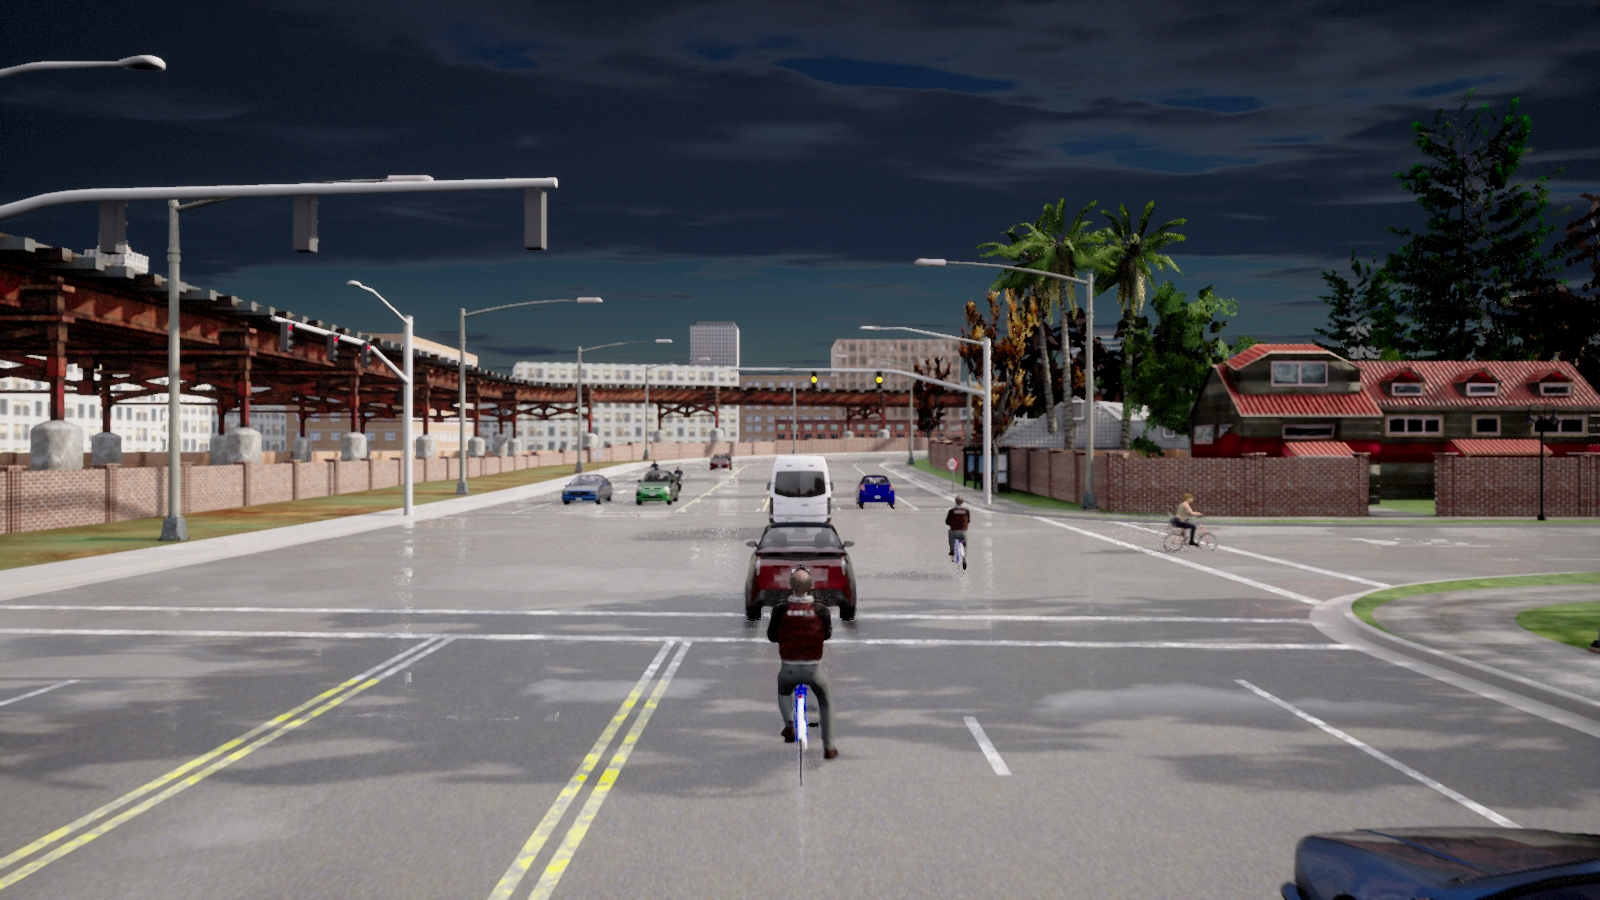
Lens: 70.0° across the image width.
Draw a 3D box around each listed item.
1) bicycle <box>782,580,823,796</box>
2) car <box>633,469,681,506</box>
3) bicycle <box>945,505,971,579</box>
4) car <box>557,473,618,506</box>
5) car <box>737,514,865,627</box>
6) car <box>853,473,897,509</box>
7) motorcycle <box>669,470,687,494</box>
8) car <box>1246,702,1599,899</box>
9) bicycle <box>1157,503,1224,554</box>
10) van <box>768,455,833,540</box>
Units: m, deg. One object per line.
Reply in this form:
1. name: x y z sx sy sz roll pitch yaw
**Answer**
1. bicycle: 0.024 2.035 10.164 0.329 1.496 1.835 0 2 0
2. car: -6.992 1.823 56.178 1.851 1.617 3.988 0 1 0
3. bicycle: 3.521 2.018 25.470 0.329 1.496 1.835 0 0 0
4. car: -10.493 1.925 56.863 2.033 1.411 5.357 0 1 0
5. car: 0.005 2.019 20.182 2.007 1.525 4.514 0 0 0
6. car: 3.507 1.890 53.744 1.845 1.501 3.633 0 1 0
7. motorcycle: -7.002 1.836 65.519 0.856 1.341 1.805 0 0 0
8. car: 3.451 2.101 3.629 2.033 1.411 5.357 0 0 1
9. bicycle: 10.478 2.108 30.678 1.487 1.301 0.859 0 1 -4
10. van: 0.015 1.476 38.086 1.988 2.561 5.915 0 0 0
